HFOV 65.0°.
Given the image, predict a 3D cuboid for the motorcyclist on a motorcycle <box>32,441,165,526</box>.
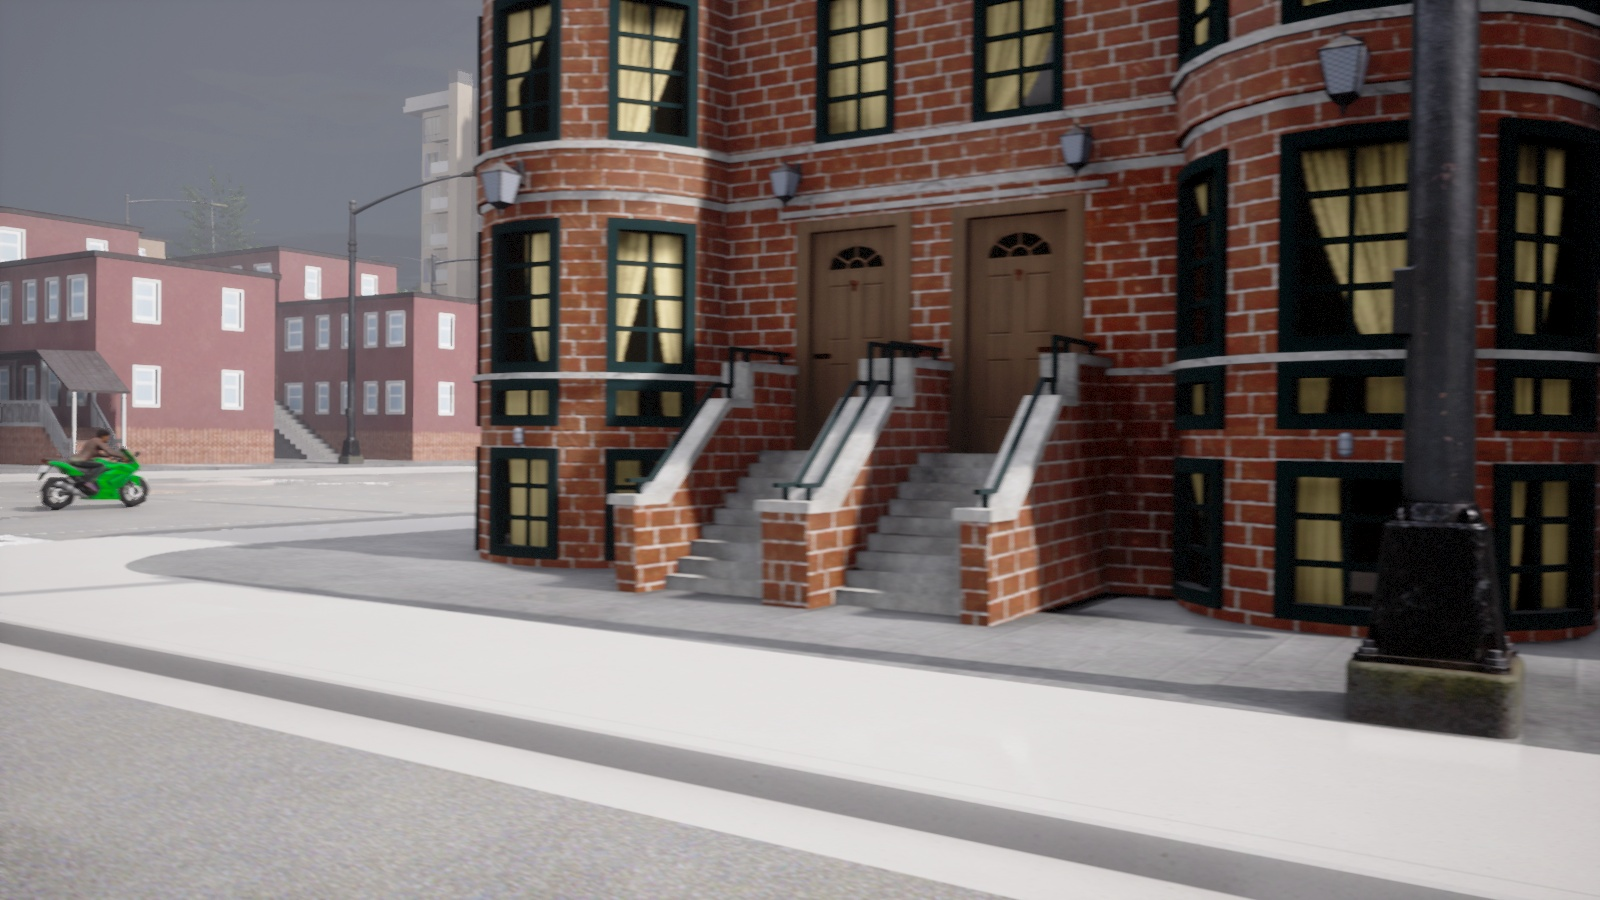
[{"bbox_3d":[-13.222,0.604,23.732,0.797,1.523,2.044,0,1,34],"label":"motorcyclist on a motorcycle"}]
